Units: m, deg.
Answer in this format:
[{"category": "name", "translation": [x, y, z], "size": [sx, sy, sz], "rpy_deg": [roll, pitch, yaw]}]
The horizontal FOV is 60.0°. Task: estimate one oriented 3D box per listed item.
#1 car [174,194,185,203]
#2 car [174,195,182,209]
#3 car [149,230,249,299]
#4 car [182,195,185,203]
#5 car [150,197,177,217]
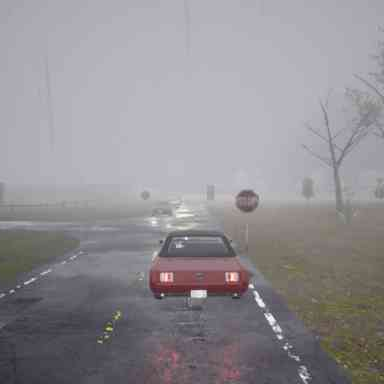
[{"category": "car", "translation": [-2.538, 1.347, 69.514], "size": [2.097, 1.767, 4.553], "rpy_deg": [0, 0, 0]}, {"category": "car", "translation": [-2.707, 1.483, 44.604], "size": [1.882, 1.535, 5.008], "rpy_deg": [0, 0, 0]}, {"category": "car", "translation": [0.098, 1.603, 8.388], "size": [1.895, 1.301, 4.718], "rpy_deg": [0, 0, -1]}, {"category": "car", "translation": [-2.639, 1.507, 56.890], "size": [1.837, 1.490, 4.892], "rpy_deg": [0, 0, 1]}, {"category": "car", "translation": [-2.754, 1.513, 31.381], "size": [1.837, 1.490, 4.892], "rpy_deg": [0, 0, 0]}]
